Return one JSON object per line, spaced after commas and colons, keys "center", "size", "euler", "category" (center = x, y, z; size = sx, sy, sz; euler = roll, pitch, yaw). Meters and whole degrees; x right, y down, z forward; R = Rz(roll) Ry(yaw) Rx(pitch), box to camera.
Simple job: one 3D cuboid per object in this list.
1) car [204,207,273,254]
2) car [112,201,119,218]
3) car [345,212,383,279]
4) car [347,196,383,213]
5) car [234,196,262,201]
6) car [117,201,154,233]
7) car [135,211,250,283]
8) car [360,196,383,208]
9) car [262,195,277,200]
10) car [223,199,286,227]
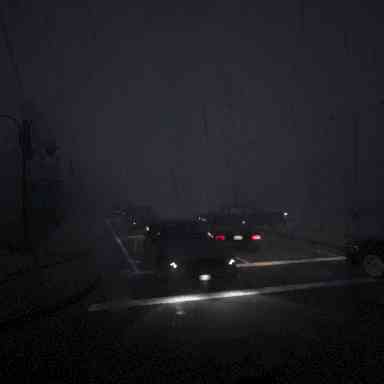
{"center": [1.353, 1.538, 13.385], "size": [2.033, 1.411, 5.357], "euler": [0, 0, -4], "category": "car"}
{"center": [-6.246, 1.515, 30.096], "size": [2.033, 1.411, 5.357], "euler": [0, 0, -17], "category": "car"}
{"center": [6.528, 1.475, 8.229], "size": [5.008, 1.535, 1.882], "euler": [0, 0, 39], "category": "car"}
{"center": [15.610, 1.356, 29.180], "size": [1.970, 1.475, 3.806], "euler": [0, 0, -17], "category": "car"}
{"center": [7.389, 1.287, 46.145], "size": [2.007, 1.523, 4.514], "euler": [0, 0, -17], "category": "car"}
{"center": [-3.095, 1.529, 19.941], "size": [2.033, 1.411, 5.357], "euler": [0, 0, -17], "category": "car"}
{"center": [-0.371, 1.543, 10.104], "size": [2.033, 1.411, 5.357], "euler": [0, 0, -15], "category": "car"}
{"center": [23.932, 1.274, 43.159], "size": [1.845, 1.501, 3.633], "euler": [0, 0, -17], "category": "car"}
{"center": [10.378, 1.277, 47.098], "size": [2.152, 1.636, 5.027], "euler": [0, 0, -17], "category": "car"}
{"center": [2.853, 1.467, 19.893], "size": [5.357, 1.411, 2.033], "euler": [-3, 1, -15], "category": "car"}
